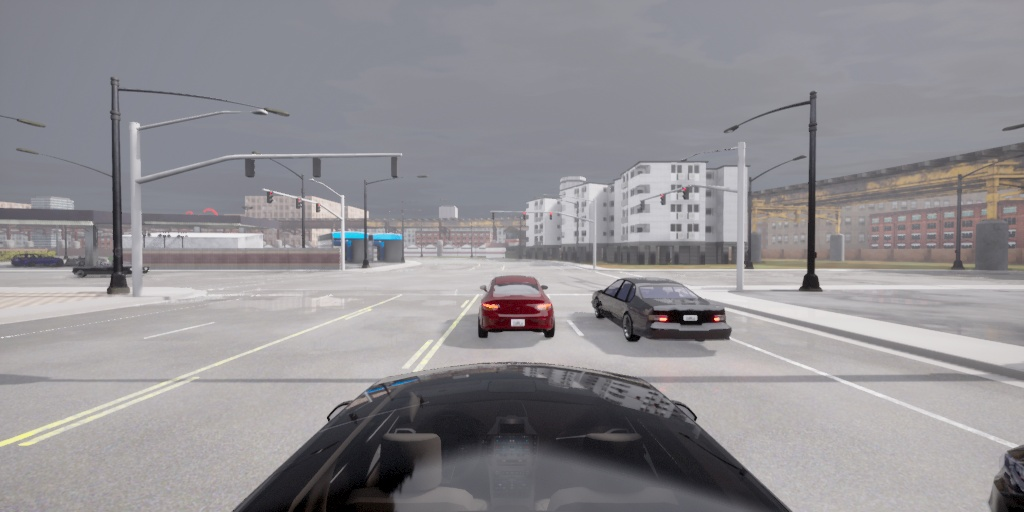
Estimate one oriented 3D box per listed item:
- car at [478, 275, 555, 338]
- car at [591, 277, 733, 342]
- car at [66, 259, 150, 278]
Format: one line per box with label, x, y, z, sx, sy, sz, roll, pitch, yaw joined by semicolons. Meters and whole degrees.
car;0.069;1.256;10.000;1.812;1.442;4.674;0;0;-1
car;3.580;1.282;9.716;2.033;1.411;5.357;0;0;0
car;-33.753;1.134;30.184;4.718;1.301;1.895;0;1;-1
